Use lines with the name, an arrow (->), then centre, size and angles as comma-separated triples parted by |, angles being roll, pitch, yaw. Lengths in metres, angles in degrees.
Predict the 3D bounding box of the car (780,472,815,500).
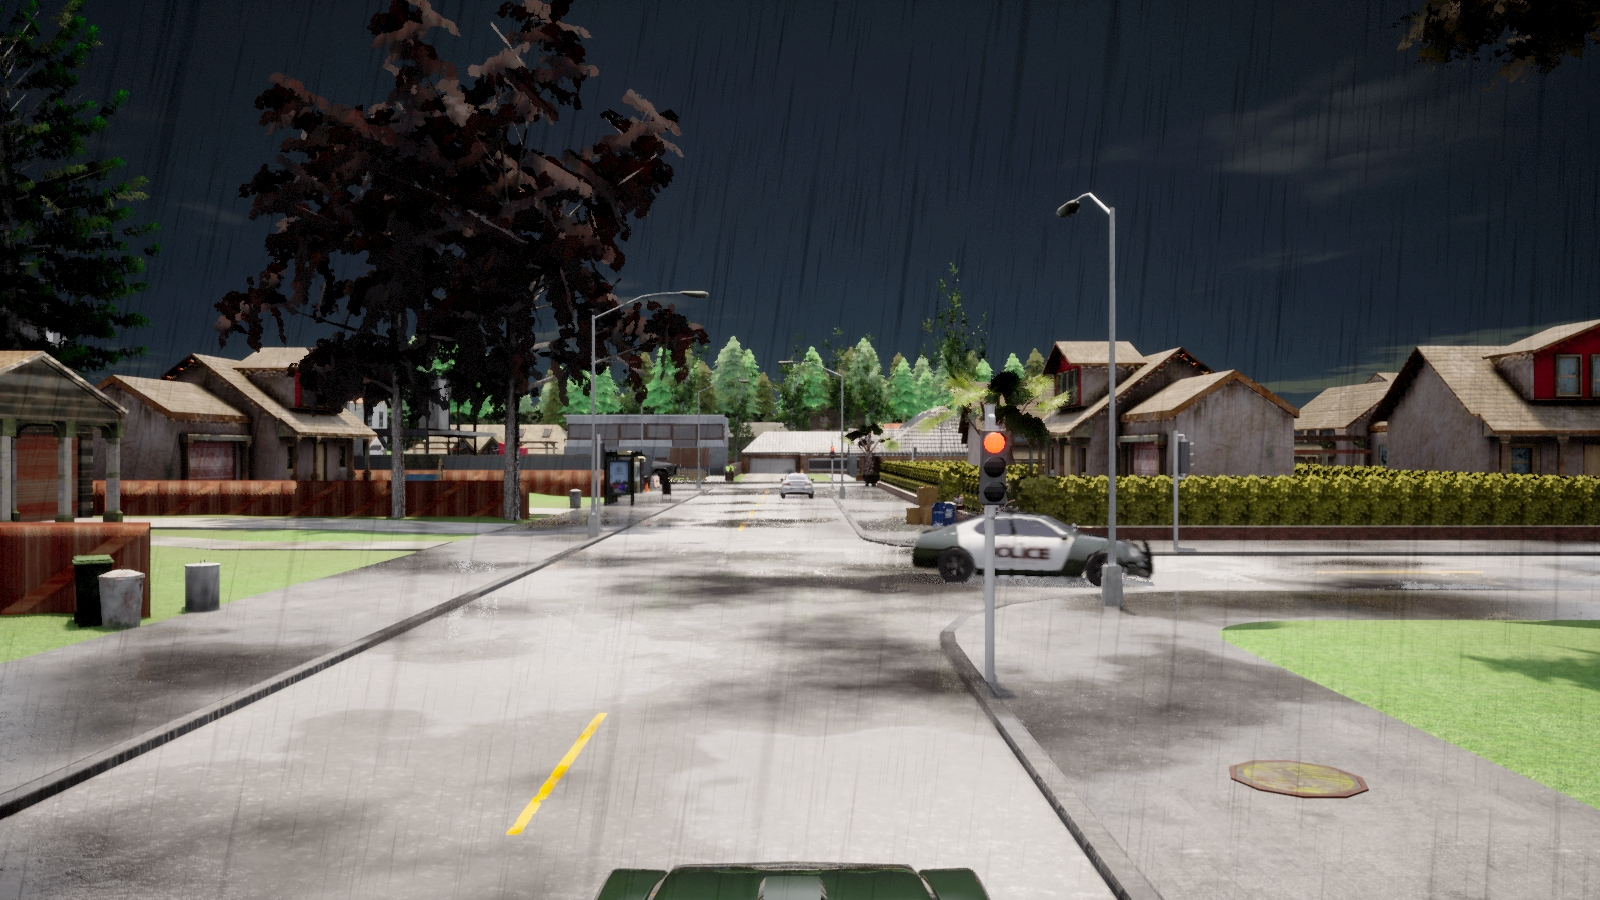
car -> -0.164, 2.081, 66.907 | 2.002, 1.442, 4.674 | 0, 0, 0

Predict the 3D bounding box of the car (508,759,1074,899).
car -> -0.028, 2.155, 3.193 | 1.895, 1.301, 4.718 | 0, 0, 0

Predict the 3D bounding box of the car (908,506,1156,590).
car -> 4.931, 2.038, 24.458 | 4.974, 1.542, 2.038 | 0, 0, 13
